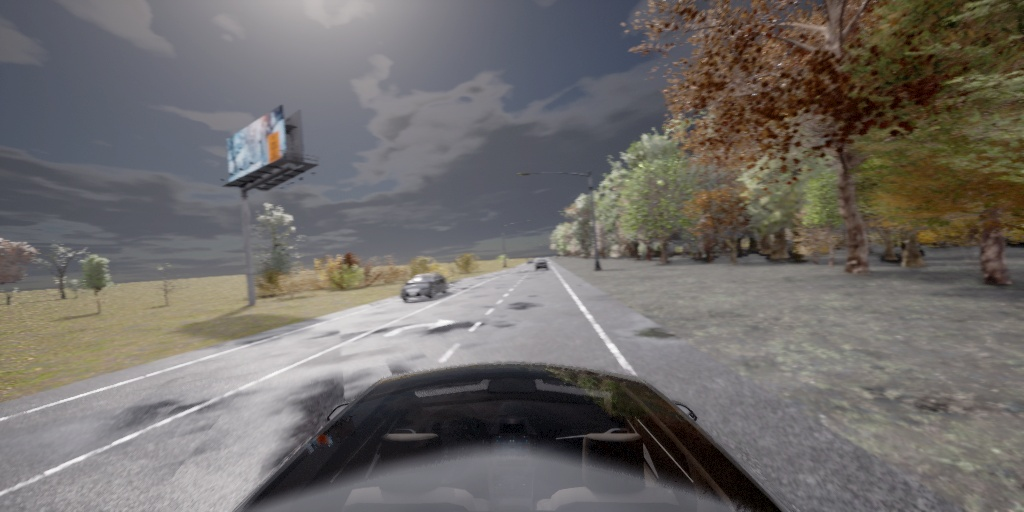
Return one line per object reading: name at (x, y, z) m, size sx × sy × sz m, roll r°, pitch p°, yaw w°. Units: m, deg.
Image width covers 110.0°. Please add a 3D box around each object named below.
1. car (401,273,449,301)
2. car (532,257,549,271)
car at (-5.390, 1.866, 22.594) m, size 2.128 × 1.511 × 4.902 m, roll -5°, pitch 0°, yaw 5°
car at (4.328, 1.299, 52.208) m, size 1.837 × 1.490 × 4.892 m, roll -5°, pitch 0°, yaw 5°
